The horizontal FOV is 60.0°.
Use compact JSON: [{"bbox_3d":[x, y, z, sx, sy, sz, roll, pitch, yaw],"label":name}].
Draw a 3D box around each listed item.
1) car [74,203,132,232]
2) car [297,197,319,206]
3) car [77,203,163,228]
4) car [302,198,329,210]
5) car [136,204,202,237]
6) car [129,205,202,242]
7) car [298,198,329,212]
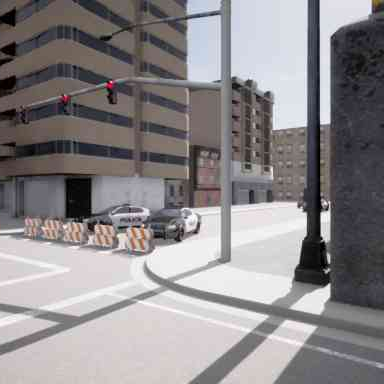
[{"bbox_3d":[-4.167,1.453,19.250,4.974,1.542,2.038,0,0,-29],"label":"car"},{"bbox_3d":[16.529,1.295,47.308,1.853,1.218,4.536,0,0,36],"label":"car"},{"bbox_3d":[-4.122,1.295,19.276,4.536,1.218,1.853,0,0,-29],"label":"car"},{"bbox_3d":[14.324,1.295,38.389,1.853,1.218,4.536,0,0,36],"label":"car"},{"bbox_3d":[-0.960,1.295,16.616,1.853,1.218,4.536,0,0,16],"label":"car"},{"bbox_3d":[-0.974,1.453,16.566,2.038,1.542,4.974,0,0,16],"label":"car"},{"bbox_3d":[14.294,1.453,38.347,2.038,1.542,4.974,0,0,36],"label":"car"}]
